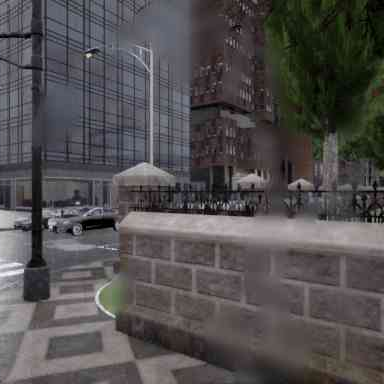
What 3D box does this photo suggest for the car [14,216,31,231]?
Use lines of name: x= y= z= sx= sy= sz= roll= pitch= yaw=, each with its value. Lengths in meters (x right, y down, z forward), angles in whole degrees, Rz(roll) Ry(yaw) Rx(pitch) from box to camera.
car: x=-8.440 y=1.632 z=20.220 sx=2.008 sy=1.369 sz=4.403 roll=0 pitch=-1 yaw=36

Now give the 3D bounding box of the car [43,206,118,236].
car: x=-5.881 y=1.576 z=19.211 sx=2.128 sy=1.511 sz=4.902 roll=0 pitch=0 yaw=36
